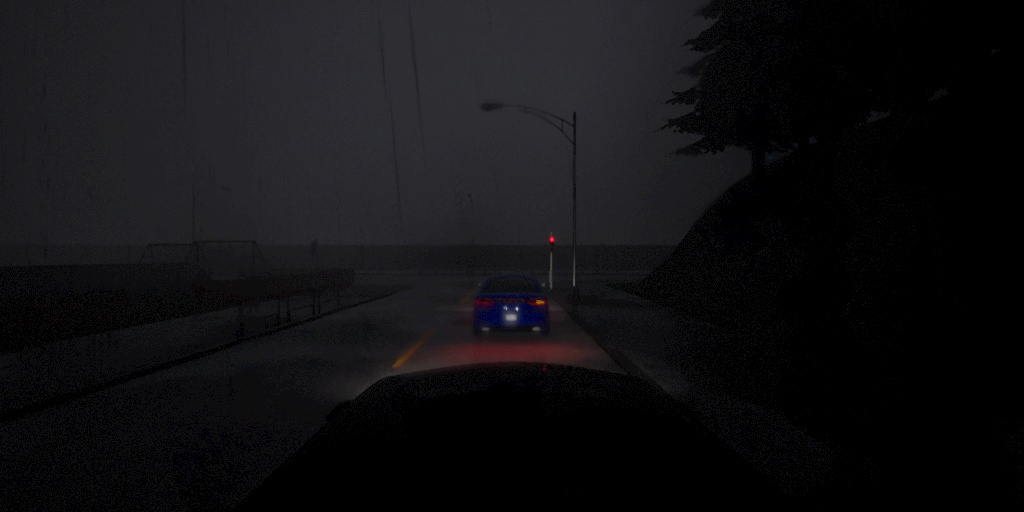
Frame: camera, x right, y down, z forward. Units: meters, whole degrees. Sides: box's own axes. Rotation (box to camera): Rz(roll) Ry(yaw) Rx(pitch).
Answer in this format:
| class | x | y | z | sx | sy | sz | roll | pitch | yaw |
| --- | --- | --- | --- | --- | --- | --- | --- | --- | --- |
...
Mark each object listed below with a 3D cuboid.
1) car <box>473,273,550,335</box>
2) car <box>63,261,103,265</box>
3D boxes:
| class | x | y | z | sx | sy | sz | roll | pitch | yaw |
| --- | --- | --- | --- | --- | --- | --- | --- | --- | --- |
| car | -0.004 | 1.223 | 10.492 | 1.882 | 1.535 | 5.008 | 0 | 0 | 0 |
| car | -36.009 | 1.210 | 30.517 | 5.008 | 1.535 | 1.882 | 0 | 0 | 0 |
